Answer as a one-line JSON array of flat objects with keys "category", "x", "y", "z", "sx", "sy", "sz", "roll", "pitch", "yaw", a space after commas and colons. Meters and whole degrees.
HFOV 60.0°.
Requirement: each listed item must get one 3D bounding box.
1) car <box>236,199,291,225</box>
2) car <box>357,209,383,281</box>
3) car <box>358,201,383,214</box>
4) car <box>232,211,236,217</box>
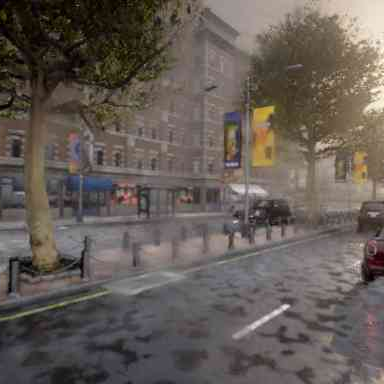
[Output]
[{"category": "car", "x": 6.311, "y": 1.574, "z": 27.695, "sx": 2.150, "sy": 2.045, "sz": 5.566, "roll": 0, "pitch": -1, "yaw": 39}, {"category": "car", "x": 6.551, "y": 1.536, "z": 9.689, "sx": 2.097, "sy": 1.767, "sz": 4.553, "roll": 0, "pitch": -1, "yaw": 39}, {"category": "car", "x": 13.252, "y": 1.631, "z": 23.254, "sx": 2.150, "sy": 2.045, "sz": 5.566, "roll": 0, "pitch": 0, "yaw": 39}, {"category": "car", "x": 6.144, "y": 1.947, "z": 33.001, "sx": 2.033, "sy": 1.411, "sz": 5.357, "roll": 0, "pitch": -1, "yaw": 40}]
